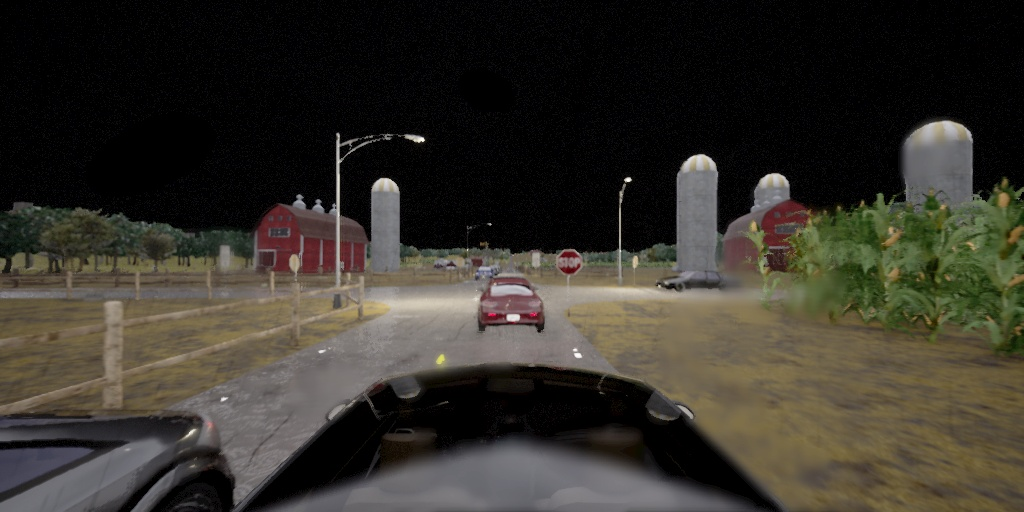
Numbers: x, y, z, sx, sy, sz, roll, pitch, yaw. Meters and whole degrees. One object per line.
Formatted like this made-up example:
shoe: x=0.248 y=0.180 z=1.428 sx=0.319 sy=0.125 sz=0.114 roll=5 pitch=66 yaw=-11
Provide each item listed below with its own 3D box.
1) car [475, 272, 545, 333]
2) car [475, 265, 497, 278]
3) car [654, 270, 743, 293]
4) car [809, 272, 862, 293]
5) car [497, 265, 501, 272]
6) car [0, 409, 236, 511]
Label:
car: x=-0.105 y=1.394 z=11.187 sx=1.812 sy=1.442 sz=4.674 roll=0 pitch=-1 yaw=-3
car: x=-2.881 y=1.843 z=38.449 sx=1.812 sy=1.442 sz=4.674 roll=0 pitch=-1 yaw=0
car: x=12.556 y=1.670 z=24.150 sx=5.357 sy=1.411 sz=2.033 roll=0 pitch=0 yaw=-2
car: x=22.597 y=1.781 z=24.161 sx=4.181 sy=1.385 sz=1.994 roll=1 pitch=0 yaw=0
car: x=-2.886 y=2.041 z=47.474 sx=1.994 sy=1.385 sz=4.181 roll=0 pitch=-1 yaw=0
car: x=-2.820 y=1.302 z=0.624 sx=1.994 sy=1.385 sz=4.181 roll=0 pitch=-1 yaw=0
